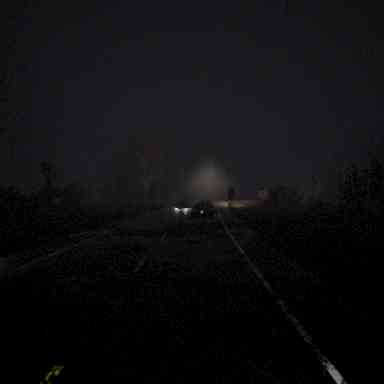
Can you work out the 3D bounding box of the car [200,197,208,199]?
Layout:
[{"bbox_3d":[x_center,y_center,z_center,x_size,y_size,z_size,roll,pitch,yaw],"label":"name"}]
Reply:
[{"bbox_3d":[1.799,1.683,44.357,1.994,1.385,4.181,0,0,4],"label":"car"}]

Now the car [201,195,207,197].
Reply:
[{"bbox_3d":[3.233,1.701,89.894,1.837,1.490,4.892,0,0,8],"label":"car"}]

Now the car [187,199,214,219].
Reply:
[{"bbox_3d":[0.939,1.648,29.856,1.994,1.385,4.181,0,0,3],"label":"car"}]

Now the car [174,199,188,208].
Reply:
[{"bbox_3d":[-1.427,1.699,49.772,1.994,1.385,4.181,0,0,5],"label":"car"}]
